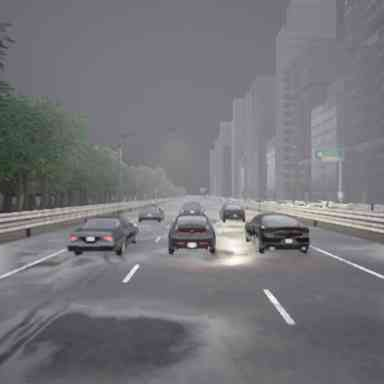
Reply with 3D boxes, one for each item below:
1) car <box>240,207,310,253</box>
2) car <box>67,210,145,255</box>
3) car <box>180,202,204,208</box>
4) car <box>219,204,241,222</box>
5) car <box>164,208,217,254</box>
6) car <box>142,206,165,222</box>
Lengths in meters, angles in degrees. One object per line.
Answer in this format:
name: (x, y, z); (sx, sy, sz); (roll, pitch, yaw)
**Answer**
car: (3.507, 1.630, 14.468); (1.882, 1.535, 5.008); (0, 0, 0)
car: (-3.497, 1.695, 13.982); (2.033, 1.411, 5.357); (0, -1, 0)
car: (0.005, 1.669, 29.066); (2.097, 1.767, 4.553); (0, -1, 0)
car: (3.510, 1.801, 29.466); (1.882, 1.535, 5.008); (0, 0, 0)
car: (0.006, 1.659, 14.297); (1.837, 1.490, 4.892); (0, 0, 0)
car: (-3.490, 1.885, 29.274); (1.994, 1.385, 4.181); (0, -1, 0)
